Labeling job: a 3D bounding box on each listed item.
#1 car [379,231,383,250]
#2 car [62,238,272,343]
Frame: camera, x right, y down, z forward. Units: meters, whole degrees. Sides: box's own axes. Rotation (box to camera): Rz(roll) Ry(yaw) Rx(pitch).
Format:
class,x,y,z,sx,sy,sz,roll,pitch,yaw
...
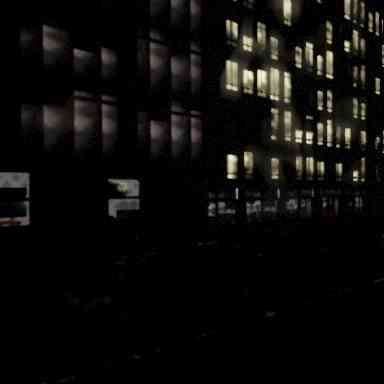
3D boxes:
class,x,y,z,sx,sy,sz,roll,pitch,yaw
car,9.006,1.584,12.991,4.403,1.369,2.008,0,-1,-35
car,-0.249,1.590,6.391,4.206,1.307,1.802,0,-1,-35
